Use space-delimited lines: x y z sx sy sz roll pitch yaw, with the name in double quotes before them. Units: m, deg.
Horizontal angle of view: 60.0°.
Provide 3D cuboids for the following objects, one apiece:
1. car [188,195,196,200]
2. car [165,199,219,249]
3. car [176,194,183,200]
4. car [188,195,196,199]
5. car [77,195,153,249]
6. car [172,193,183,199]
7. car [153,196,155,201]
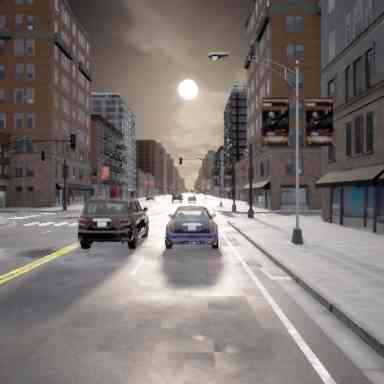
"car" 0.000 1.447 87.191 1.895 1.301 4.718 0 0 0
"car" 0.000 1.366 14.620 2.097 1.767 4.553 0 0 0
"car" -3.250 1.352 87.161 1.837 1.490 4.892 0 0 0
"car" 0.000 1.436 73.410 2.128 1.511 4.902 0 0 0
"car" -3.250 1.257 14.679 2.150 2.045 5.566 0 0 0
"car" -3.250 1.136 73.440 2.150 2.045 5.566 0 0 0
"car" -9.750 1.475 78.440 2.033 1.411 5.357 0 0 0
